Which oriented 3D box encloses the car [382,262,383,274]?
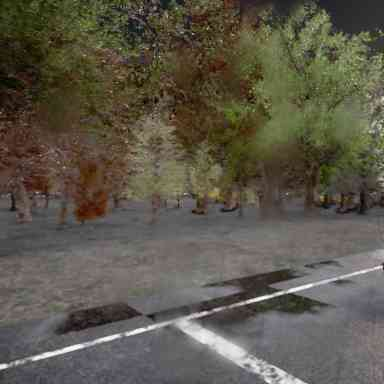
[{"bbox_3d":[7.125,1.585,8.830,5.357,1.411,2.033,0,0,-36],"label":"car"}]
